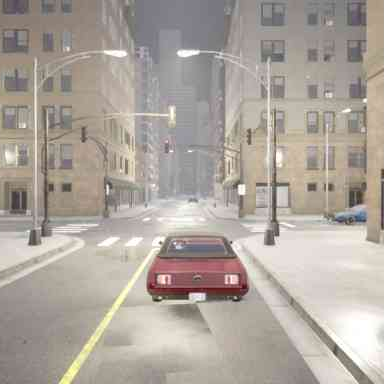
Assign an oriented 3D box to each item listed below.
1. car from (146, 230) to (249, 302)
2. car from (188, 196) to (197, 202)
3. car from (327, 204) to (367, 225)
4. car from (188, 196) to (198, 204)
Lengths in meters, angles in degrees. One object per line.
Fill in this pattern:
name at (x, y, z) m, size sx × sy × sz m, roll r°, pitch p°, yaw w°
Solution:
car at (0.093, 1.601, 8.214) m, size 1.895 × 1.301 × 4.718 m, roll 0°, pitch 0°, yaw 0°
car at (0.098, 1.567, 75.127) m, size 1.895 × 1.301 × 4.718 m, roll 0°, pitch 0°, yaw 0°
car at (12.198, 1.512, 22.804) m, size 5.357 × 1.411 × 2.033 m, roll 0°, pitch 0°, yaw 3°
car at (0.180, 1.507, 65.198) m, size 1.812 × 1.442 × 4.674 m, roll 0°, pitch 0°, yaw 0°
